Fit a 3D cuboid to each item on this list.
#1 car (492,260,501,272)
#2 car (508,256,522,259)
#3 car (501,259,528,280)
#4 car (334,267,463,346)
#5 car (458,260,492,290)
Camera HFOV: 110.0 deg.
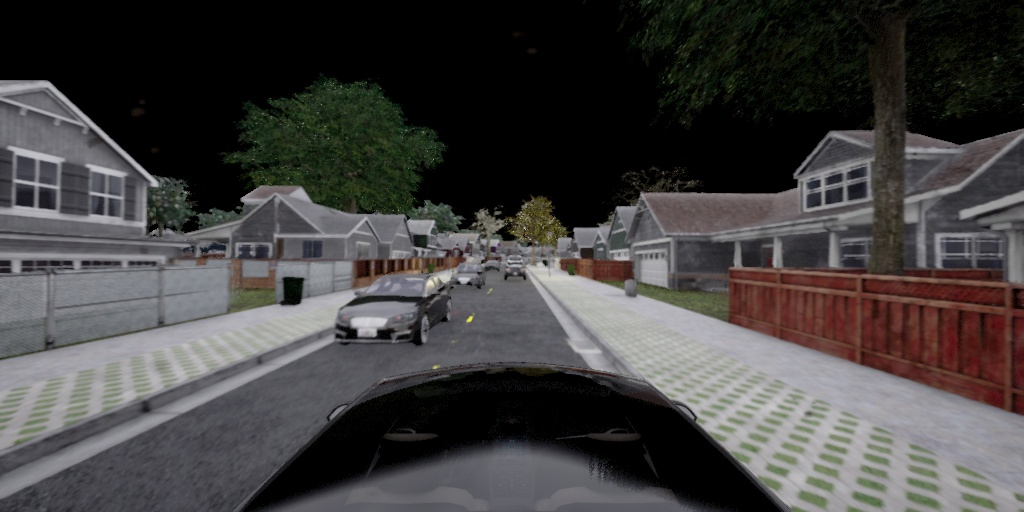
[{"bbox_3d":[-2.411,1.231,45.793,1.837,1.490,4.892,0,0,1],"label":"car"},{"bbox_3d":[0.417,0.953,46.391,2.150,2.045,5.566,0,0,1],"label":"car"},{"bbox_3d":[0.289,1.262,31.140,1.812,1.442,4.674,0,0,1],"label":"car"},{"bbox_3d":[-2.798,1.219,9.442,2.128,1.511,4.902,0,0,1],"label":"car"},{"bbox_3d":[-2.676,1.211,22.633,2.128,1.511,4.902,0,0,1],"label":"car"}]
